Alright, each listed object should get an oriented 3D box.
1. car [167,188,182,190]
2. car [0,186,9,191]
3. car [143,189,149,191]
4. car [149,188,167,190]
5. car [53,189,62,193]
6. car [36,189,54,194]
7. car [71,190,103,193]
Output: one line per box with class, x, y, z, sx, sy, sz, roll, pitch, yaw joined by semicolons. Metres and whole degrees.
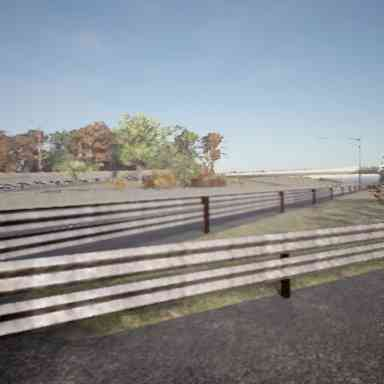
car;-1.395;0.191;52.873;1.882;1.535;5.008;0;1;31
car;-34.735;-0.663;58.607;1.895;1.301;4.718;-1;3;12
car;-7.397;0.220;56.476;2.128;1.511;4.902;0;1;31
car;-4.396;0.189;54.674;1.837;1.490;4.892;0;1;31
car;-13.472;0.564;39.724;2.128;1.511;4.902;0;1;31
car;-17.532;0.487;39.757;2.097;1.767;4.553;0;1;31
car;-11.146;0.562;36.805;1.882;1.535;5.008;0;1;31
